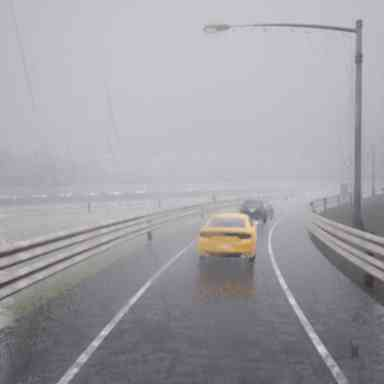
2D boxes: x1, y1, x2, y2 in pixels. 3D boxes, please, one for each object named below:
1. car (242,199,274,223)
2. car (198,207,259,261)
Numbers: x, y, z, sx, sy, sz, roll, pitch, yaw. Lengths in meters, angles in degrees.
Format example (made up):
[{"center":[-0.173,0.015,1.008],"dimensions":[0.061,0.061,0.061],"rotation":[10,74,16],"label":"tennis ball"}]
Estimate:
[{"center":[5.059,1.338,25.759],"dimensions":[2.097,1.767,4.553],"rotation":[1,1,21],"label":"car"},{"center":[1.485,1.549,12.715],"dimensions":[1.882,1.535,5.008],"rotation":[0,0,11],"label":"car"}]
